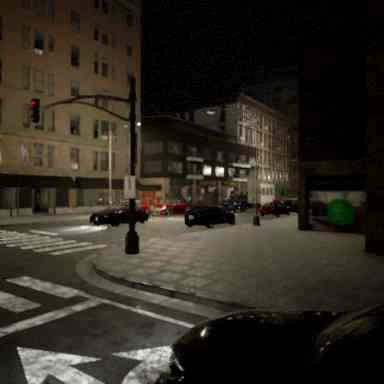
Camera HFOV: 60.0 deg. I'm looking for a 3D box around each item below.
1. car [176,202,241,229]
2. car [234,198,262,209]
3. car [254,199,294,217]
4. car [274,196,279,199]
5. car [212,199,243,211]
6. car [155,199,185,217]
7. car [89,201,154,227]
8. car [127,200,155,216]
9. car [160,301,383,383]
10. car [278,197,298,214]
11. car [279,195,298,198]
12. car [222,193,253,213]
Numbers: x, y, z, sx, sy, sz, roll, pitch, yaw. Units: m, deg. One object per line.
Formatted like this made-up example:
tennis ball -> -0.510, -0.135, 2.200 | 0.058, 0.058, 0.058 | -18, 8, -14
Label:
car -> 1.193, 1.567, 21.904 | 1.947, 1.339, 4.313 | 0, 0, 36
car -> 7.576, 1.511, 44.477 | 2.008, 1.369, 4.403 | 0, 0, 36
car -> 7.639, 1.582, 30.845 | 1.802, 1.307, 4.206 | 0, 0, 36
car -> 14.022, 1.409, 53.417 | 1.967, 1.590, 4.097 | 0, 0, 36
car -> 4.353, 1.540, 40.007 | 1.802, 1.307, 4.206 | 0, 0, 36
car -> -2.093, 1.397, 31.067 | 1.967, 1.590, 4.097 | 0, 0, 36
car -> -4.919, 1.536, 22.811 | 1.994, 1.385, 4.181 | 0, 0, 36
car -> -5.316, 1.398, 26.597 | 1.967, 1.590, 4.097 | 0, 0, 36
car -> 1.885, 1.526, 2.342 | 4.674, 1.442, 1.812 | 0, 0, 35
car -> 10.862, 1.567, 35.315 | 1.947, 1.339, 4.313 | 0, 0, 36
car -> 15.384, 1.223, 50.793 | 1.812, 1.442, 4.674 | 0, 0, 36
car -> 5.715, 1.192, 37.546 | 2.150, 2.045, 5.566 | 0, 0, 36
